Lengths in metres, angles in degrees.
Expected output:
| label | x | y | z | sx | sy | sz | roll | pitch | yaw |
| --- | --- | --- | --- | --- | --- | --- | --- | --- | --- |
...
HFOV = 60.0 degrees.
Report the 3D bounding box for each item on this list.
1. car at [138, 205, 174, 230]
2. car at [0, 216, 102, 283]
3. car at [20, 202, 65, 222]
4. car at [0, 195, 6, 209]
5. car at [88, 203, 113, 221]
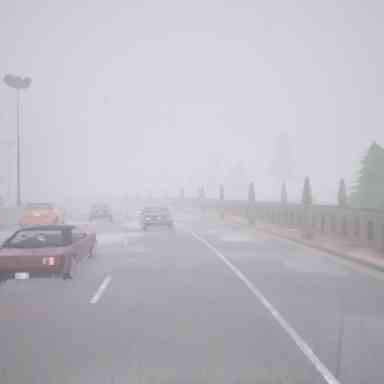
| label | x | y | z | sx | sy | sz | roll | pitch | yaw |
| --- | --- | --- | --- | --- | --- | --- | --- | --- | --- |
| car | -2.408 | 1.570 | 21.437 | 2.033 | 1.411 | 5.357 | 0 | 0 | -12 |
| car | -4.099 | 1.621 | 9.787 | 1.895 | 1.301 | 4.718 | 0 | 0 | -6 |
| car | -9.812 | 1.416 | 22.133 | 2.097 | 1.767 | 4.553 | 0 | 0 | -13 |
| car | -24.830 | 1.442 | 41.896 | 2.150 | 2.045 | 5.566 | 0 | 0 | -28 |
| car | -7.572 | 1.608 | 27.583 | 2.033 | 1.411 | 5.357 | 0 | 0 | -16 |
